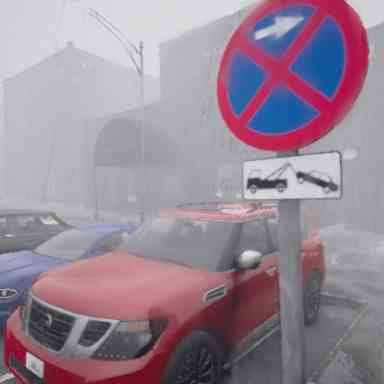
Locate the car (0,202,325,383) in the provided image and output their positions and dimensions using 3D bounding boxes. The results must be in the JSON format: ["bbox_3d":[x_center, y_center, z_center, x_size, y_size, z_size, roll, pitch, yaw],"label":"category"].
[{"bbox_3d":[0.307,1.227,5.165,2.435,2.045,5.566,1,1,39],"label":"car"}]
